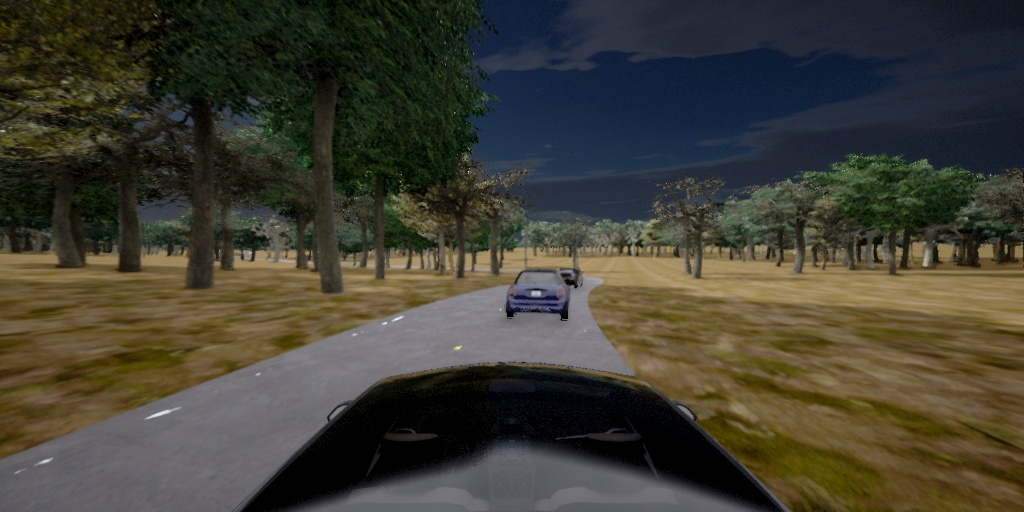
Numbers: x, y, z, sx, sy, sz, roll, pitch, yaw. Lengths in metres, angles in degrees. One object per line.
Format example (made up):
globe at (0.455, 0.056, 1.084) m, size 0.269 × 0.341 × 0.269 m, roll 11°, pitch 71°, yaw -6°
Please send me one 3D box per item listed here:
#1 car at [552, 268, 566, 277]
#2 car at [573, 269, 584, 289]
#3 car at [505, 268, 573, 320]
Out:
car at (7.724, 2.685, 59.096) m, size 1.895 × 1.301 × 4.718 m, roll 0°, pitch -2°, yaw 3°
car at (4.476, 1.702, 28.149) m, size 1.837 × 1.490 × 4.892 m, roll 1°, pitch -1°, yaw 18°
car at (1.122, 1.255, 13.589) m, size 2.097 × 1.767 × 4.553 m, roll 0°, pitch -1°, yaw 10°
